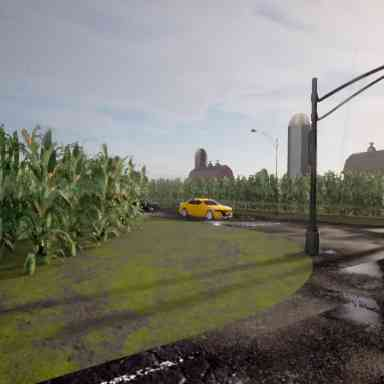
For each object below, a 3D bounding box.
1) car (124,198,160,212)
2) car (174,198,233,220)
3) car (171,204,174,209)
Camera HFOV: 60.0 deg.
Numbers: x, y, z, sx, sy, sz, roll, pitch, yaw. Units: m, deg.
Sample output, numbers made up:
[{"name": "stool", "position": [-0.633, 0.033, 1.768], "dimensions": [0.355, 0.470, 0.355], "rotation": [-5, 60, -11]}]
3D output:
[{"name": "car", "position": [-5.176, 1.321, 33.931], "dimensions": [1.895, 1.301, 4.718], "rotation": [2, 0, -38]}, {"name": "car", "position": [1.012, 1.278, 25.998], "dimensions": [1.882, 1.535, 5.008], "rotation": [2, 0, -38]}, {"name": "car", "position": [0.117, 1.376, 33.148], "dimensions": [2.033, 1.411, 5.357], "rotation": [2, 0, -38]}]
